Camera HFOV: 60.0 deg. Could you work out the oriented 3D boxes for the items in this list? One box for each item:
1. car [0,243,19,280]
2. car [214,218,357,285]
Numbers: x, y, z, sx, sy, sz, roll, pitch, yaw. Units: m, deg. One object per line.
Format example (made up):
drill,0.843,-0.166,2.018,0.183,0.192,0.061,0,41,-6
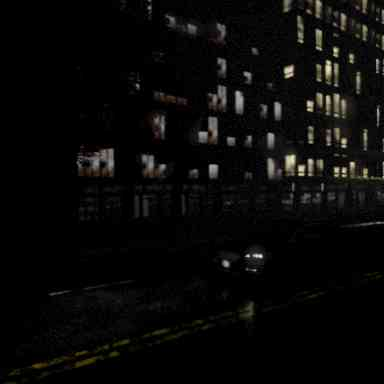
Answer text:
car,-6.438,1.594,7.066,4.718,1.301,1.895,0,0,-36
car,2.852,1.532,9.663,4.902,1.511,2.128,0,0,-35
